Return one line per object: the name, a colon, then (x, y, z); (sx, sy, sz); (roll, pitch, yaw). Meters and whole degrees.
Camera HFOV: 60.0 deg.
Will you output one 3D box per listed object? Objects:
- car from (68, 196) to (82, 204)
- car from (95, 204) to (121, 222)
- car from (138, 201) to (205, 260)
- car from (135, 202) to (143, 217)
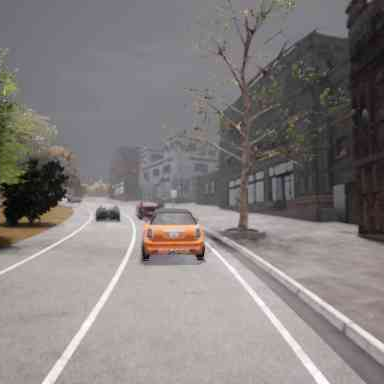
car: (-22.784, 1.485, 64.649); (2.033, 1.411, 5.357); (3, -1, -31)
car: (-6.646, 1.637, 26.514); (1.895, 1.301, 4.718); (1, 0, -14)
car: (-0.792, 1.391, 12.757); (2.097, 1.767, 4.553); (0, 0, -6)
car: (-4.042, 1.593, 30.162); (1.882, 1.535, 5.008); (1, -1, -15)
